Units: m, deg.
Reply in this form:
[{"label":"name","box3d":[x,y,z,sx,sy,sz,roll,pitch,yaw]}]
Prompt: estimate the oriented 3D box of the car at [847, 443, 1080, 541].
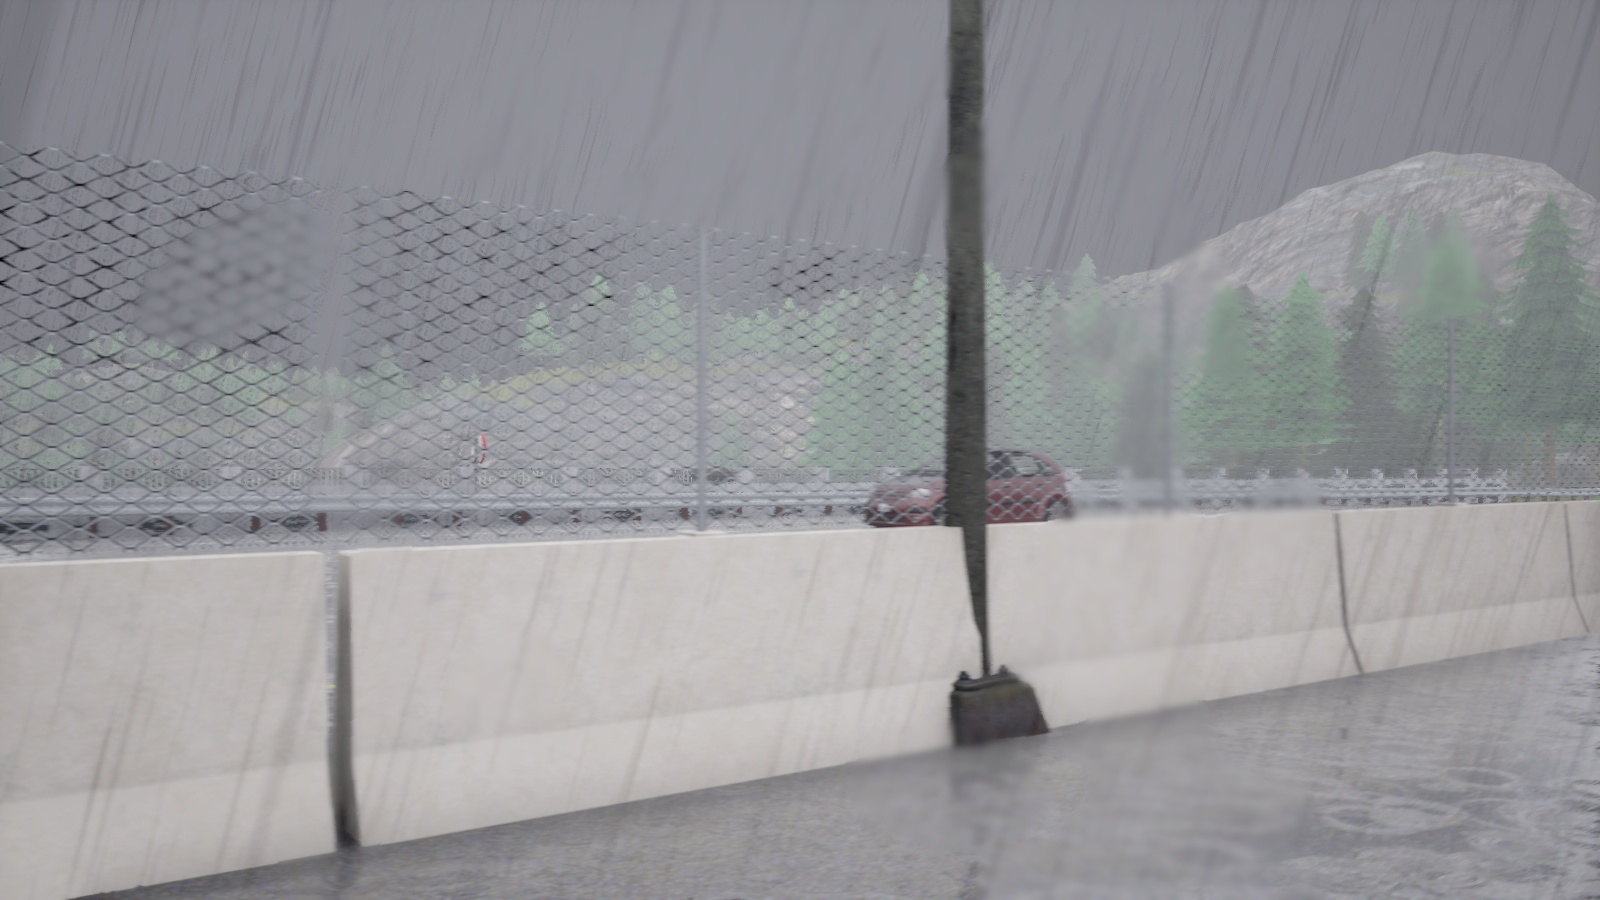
[{"label":"car","box3d":[3.013,0.706,22.813,3.988,1.617,1.851,0,0,-35]}]
